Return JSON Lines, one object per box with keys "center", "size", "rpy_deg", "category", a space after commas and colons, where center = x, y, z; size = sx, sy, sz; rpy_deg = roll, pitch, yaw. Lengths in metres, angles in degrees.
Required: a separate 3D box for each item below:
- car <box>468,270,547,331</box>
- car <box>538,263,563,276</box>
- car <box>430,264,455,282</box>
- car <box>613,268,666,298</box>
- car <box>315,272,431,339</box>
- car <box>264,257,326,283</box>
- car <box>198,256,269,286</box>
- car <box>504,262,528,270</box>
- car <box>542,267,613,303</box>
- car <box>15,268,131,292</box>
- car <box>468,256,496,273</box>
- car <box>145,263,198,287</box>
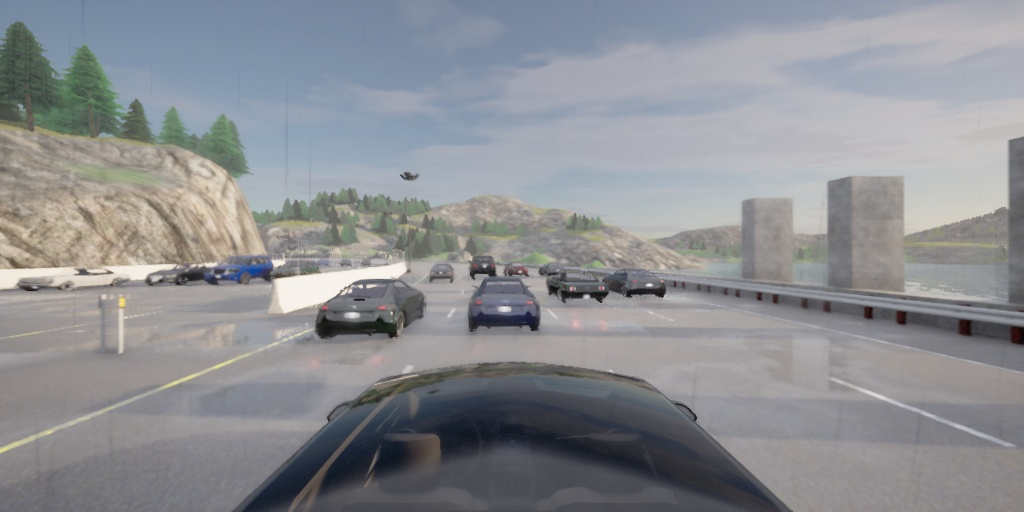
{"center": [-0.296, 1.319, 11.080], "size": [1.994, 1.385, 4.181], "rpy_deg": [0, 0, -3], "category": "car"}
{"center": [3.931, 1.329, 35.139], "size": [1.994, 1.385, 4.181], "rpy_deg": [0, 0, -10], "category": "car"}
{"center": [-5.636, 1.315, 28.968], "size": [2.033, 1.411, 5.357], "rpy_deg": [0, 0, -9], "category": "car"}
{"center": [6.173, 1.319, 18.595], "size": [1.994, 1.385, 4.181], "rpy_deg": [0, 0, -5], "category": "car"}
{"center": [-3.746, 1.322, 10.185], "size": [1.994, 1.385, 4.181], "rpy_deg": [0, 0, -3], "category": "car"}
{"center": [-16.178, 1.125, 27.007], "size": [2.097, 1.767, 4.553], "rpy_deg": [0, 0, -9], "category": "car"}
{"center": [-19.555, 0.996, 26.117], "size": [2.150, 2.045, 5.566], "rpy_deg": [0, 0, -9], "category": "car"}
{"center": [0.352, 1.293, 35.265], "size": [1.812, 1.442, 4.674], "rpy_deg": [0, 0, -10], "category": "car"}
{"center": [2.852, 1.357, 16.793], "size": [1.895, 1.301, 4.718], "rpy_deg": [0, 0, -5], "category": "car"}
{"center": [-25.977, 1.377, 21.504], "size": [1.895, 1.301, 4.718], "rpy_deg": [0, 0, -7], "category": "car"}
{"center": [-2.787, 0.989, 33.113], "size": [2.150, 2.045, 5.566], "rpy_deg": [0, 0, -10], "category": "car"}
{"center": [-22.966, 1.268, 25.134], "size": [2.128, 1.511, 4.902], "rpy_deg": [0, 0, -9], "category": "car"}
